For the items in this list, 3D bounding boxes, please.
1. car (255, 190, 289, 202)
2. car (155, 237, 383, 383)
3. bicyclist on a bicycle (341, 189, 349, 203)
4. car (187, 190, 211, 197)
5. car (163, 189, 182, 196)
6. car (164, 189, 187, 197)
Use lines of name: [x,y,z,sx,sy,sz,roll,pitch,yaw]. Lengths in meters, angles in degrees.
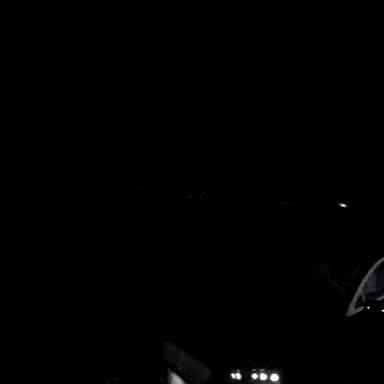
car: [10.059,0.530,42.336,1.812,1.442,4.674,0,1,-35]
car: [1.870,1.427,4.400,4.902,1.511,2.128,-1,1,-35]
bicyclist on a bicycle: [18.642,0.509,40.484,1.656,1.620,0.582,-2,2,-35]
car: [1.564,0.236,59.550,1.994,1.385,4.181,0,1,-34]
car: [-3.985,0.042,67.405,1.812,1.442,4.674,0,1,-35]
car: [-2.394,0.138,60.300,2.128,1.511,4.902,0,1,-35]
